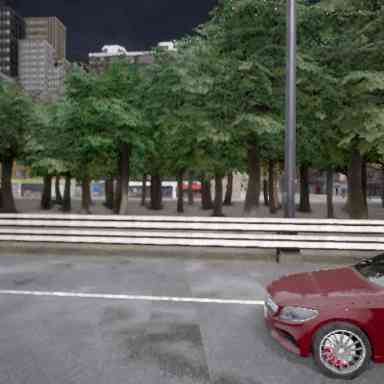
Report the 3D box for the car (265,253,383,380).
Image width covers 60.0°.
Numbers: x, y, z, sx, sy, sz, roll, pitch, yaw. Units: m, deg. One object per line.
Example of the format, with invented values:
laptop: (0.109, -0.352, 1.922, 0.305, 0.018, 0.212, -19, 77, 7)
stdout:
car: (3.404, 1.516, 4.635, 4.674, 1.442, 1.812, 0, 0, 6)
